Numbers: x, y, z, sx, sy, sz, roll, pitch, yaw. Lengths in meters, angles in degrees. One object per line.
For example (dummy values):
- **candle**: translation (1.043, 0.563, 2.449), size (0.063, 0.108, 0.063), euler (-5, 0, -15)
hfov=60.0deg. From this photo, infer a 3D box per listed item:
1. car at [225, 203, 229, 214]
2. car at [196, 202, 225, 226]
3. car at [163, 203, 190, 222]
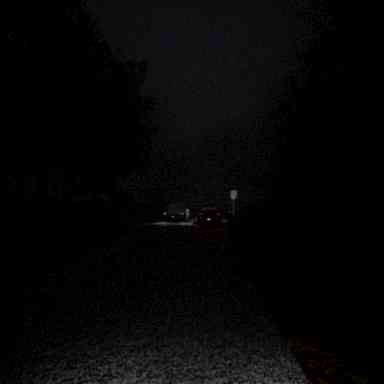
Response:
- **car**: translation (3.732, 2.007, 42.793), size (2.033, 1.411, 5.357), euler (0, -1, 10)
- **car**: translation (1.359, 1.689, 24.867), size (1.812, 1.442, 4.674), euler (0, -1, 5)
- **car**: translation (-1.243, 1.716, 28.393), size (1.812, 1.442, 4.674), euler (0, -1, 7)
